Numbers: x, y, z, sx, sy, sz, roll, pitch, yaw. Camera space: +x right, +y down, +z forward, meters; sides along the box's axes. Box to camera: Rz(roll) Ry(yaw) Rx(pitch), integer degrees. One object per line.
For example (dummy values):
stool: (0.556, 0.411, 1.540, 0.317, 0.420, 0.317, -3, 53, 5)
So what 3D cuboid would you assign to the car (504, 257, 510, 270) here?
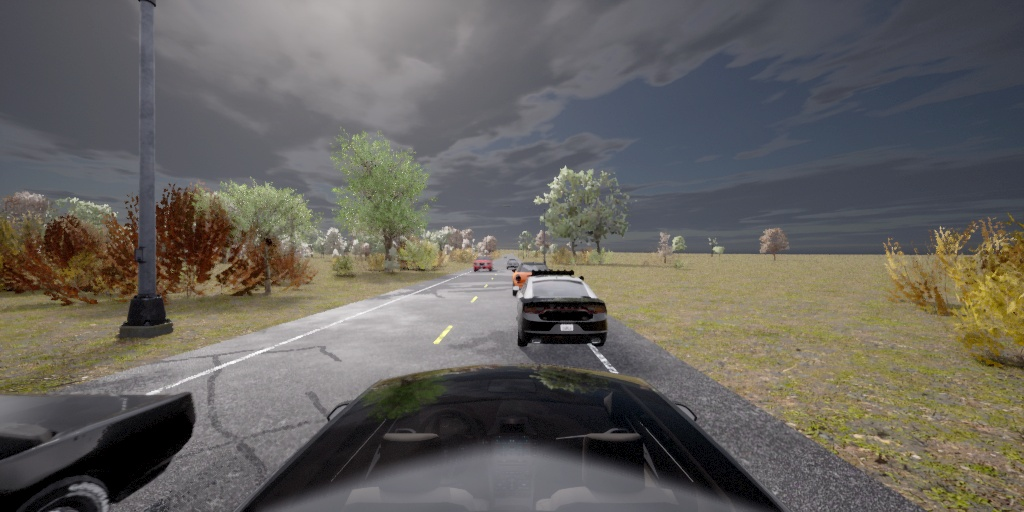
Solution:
car: (0.127, 1.246, 52.939, 2.033, 1.411, 5.357, 0, 0, 0)

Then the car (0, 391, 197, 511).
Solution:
car: (-3.601, 1.351, 0.763, 1.895, 1.301, 4.718, 0, 0, 0)

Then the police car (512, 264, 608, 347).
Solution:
police car: (1.059, 1.174, 9.488, 1.930, 1.638, 5.238, 0, 0, 0)

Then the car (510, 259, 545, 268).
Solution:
car: (1.069, 1.095, 19.349, 2.097, 1.767, 4.553, 0, 0, 0)

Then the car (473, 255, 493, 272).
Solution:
car: (-3.556, 0.934, 44.853, 2.150, 2.045, 5.566, 0, 0, 0)
